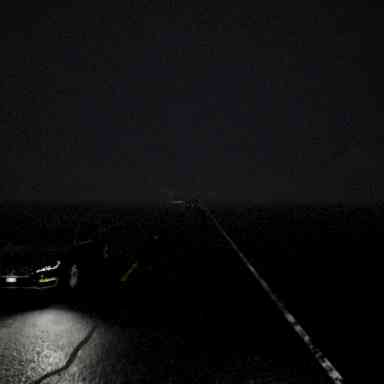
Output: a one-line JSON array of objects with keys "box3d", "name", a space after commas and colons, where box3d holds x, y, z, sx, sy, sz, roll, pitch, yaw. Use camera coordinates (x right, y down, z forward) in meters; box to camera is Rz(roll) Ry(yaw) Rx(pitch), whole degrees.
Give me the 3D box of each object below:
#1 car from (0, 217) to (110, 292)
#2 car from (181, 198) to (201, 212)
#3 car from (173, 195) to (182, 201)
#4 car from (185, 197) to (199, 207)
[{"box3d": [-3.601, 1.500, 9.064, 1.837, 1.490, 4.892, 0, 0, 0], "name": "car"}, {"box3d": [0.096, 1.523, 39.219, 2.033, 1.411, 5.357, 0, 0, 0], "name": "car"}, {"box3d": [-3.499, 1.501, 79.731, 1.994, 1.385, 4.181, 0, 0, 0], "name": "car"}, {"box3d": [0.000, 1.532, 50.415, 1.994, 1.385, 4.181, 0, 0, 0], "name": "car"}]
